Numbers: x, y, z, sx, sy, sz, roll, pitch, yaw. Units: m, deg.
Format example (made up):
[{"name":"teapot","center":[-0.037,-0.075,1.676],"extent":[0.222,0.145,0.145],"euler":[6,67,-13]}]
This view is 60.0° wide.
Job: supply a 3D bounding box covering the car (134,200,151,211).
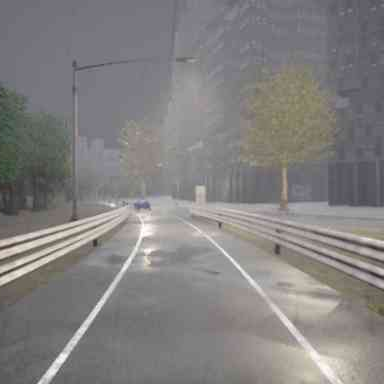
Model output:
[{"name":"car","center":[-7.352,1.870,48.851],"extent":[1.882,1.535,5.008],"euler":[0,0,-18]}]
